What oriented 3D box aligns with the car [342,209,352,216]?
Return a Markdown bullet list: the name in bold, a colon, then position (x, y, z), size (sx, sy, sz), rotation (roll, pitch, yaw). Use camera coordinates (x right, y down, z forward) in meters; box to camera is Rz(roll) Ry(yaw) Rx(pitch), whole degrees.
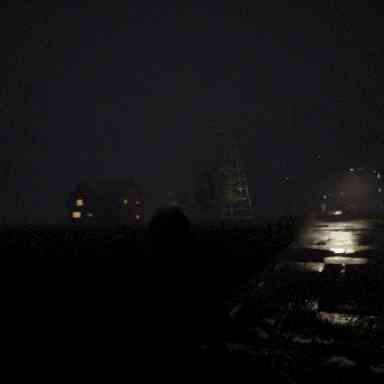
- **car**: position (34.055, 4.422, 73.217), size (1.837, 1.490, 4.892), rotation (-4, -4, 23)
